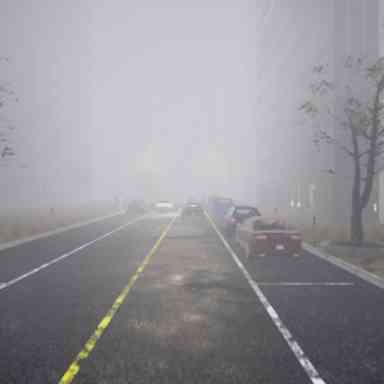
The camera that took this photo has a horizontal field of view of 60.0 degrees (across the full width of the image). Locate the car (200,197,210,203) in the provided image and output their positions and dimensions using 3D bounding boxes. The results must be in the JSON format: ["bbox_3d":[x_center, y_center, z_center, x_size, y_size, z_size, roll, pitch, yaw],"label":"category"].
[{"bbox_3d":[2.660,1.636,68.810,1.802,1.307,4.206,1,0,0],"label":"car"}]

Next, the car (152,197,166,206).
[{"bbox_3d":[-5.714,1.597,57.499,2.008,1.369,4.403,1,0,0],"label":"car"}]

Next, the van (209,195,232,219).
[{"bbox_3d":[2.684,1.369,29.320,1.690,1.788,3.998,1,0,0],"label":"van"}]

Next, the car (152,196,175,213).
[{"bbox_3d":[-3.105,1.560,38.271,1.812,1.442,4.674,0,0,0],"label":"car"}]

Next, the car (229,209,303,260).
[{"bbox_3d":[2.691,1.557,12.396,1.887,1.381,4.507,1,0,0],"label":"car"}]

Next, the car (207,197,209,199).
[{"bbox_3d":[2.679,1.583,34.961,2.008,1.369,4.403,1,0,0],"label":"car"}]

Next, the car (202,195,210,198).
[{"bbox_3d":[2.678,1.351,40.603,2.192,1.841,5.009,1,0,0],"label":"car"}]

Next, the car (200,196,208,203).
[{"bbox_3d":[2.658,1.582,74.621,1.752,1.417,4.829,1,0,0],"label":"car"}]

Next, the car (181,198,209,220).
[{"bbox_3d":[0.084,1.519,28.316,2.128,1.511,4.902,0,0,0],"label":"car"}]

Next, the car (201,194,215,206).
[{"bbox_3d":[2.669,1.362,57.527,2.192,1.841,5.009,1,0,0],"label":"car"}]

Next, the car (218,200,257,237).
[{"bbox_3d":[2.689,1.458,18.037,1.967,1.590,4.097,1,0,0],"label":"car"}]

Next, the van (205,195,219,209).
[{"bbox_3d":[2.675,1.381,46.245,1.690,1.788,3.998,1,0,0],"label":"van"}]

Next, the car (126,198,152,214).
[{"bbox_3d":[-5.700,1.472,34.929,1.967,1.590,4.097,1,0,0],"label":"car"}]
